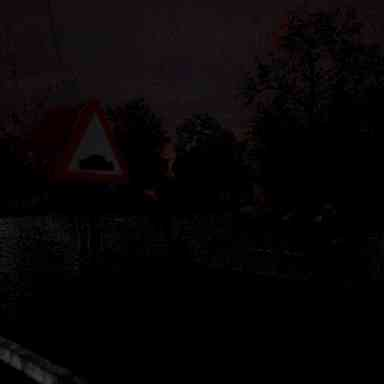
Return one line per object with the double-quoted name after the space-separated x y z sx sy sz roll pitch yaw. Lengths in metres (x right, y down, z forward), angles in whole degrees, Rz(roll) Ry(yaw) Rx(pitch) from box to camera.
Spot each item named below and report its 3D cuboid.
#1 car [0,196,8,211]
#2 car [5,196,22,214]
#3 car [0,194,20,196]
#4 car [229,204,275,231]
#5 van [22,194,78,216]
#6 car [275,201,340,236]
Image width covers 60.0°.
-17.492 1.456 35.001 1.946 1.575 5.366 -1 -1 35 "car"
-15.313 1.422 33.473 1.946 1.575 5.366 -1 0 35 "car"
-22.299 1.302 38.110 2.435 2.045 5.566 -2 -1 35 "car"
3.877 1.433 19.756 2.002 1.452 4.674 0 0 35 "car"
-13.201 1.170 31.624 1.878 1.987 4.442 -1 0 35 "van"
6.500 1.286 17.972 2.185 1.767 4.553 0 0 35 "car"
